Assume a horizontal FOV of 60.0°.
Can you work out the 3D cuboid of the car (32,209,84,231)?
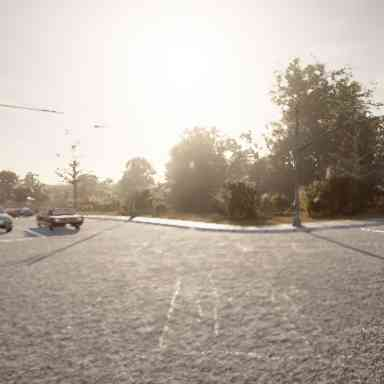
[{"bbox_3d":[-8.559,1.702,21.306,1.895,1.301,4.718,0,-1,-36],"label":"car"}]

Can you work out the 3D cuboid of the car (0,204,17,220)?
[{"bbox_3d":[-22.943,2.461,40.568,2.097,1.767,4.553,0,-3,-37],"label":"car"}]

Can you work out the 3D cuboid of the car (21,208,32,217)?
[{"bbox_3d":[-24.619,3.011,48.630,1.812,1.442,4.674,0,-3,-37],"label":"car"}]

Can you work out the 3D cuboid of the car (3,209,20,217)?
[{"bbox_3d":[-30.664,3.586,56.508,1.895,1.301,4.718,0,-3,-37],"label":"car"}]

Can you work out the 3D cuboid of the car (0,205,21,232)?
[{"bbox_3d":[-12.110,1.617,19.981,2.128,1.511,4.902,0,-1,-38],"label":"car"}]
